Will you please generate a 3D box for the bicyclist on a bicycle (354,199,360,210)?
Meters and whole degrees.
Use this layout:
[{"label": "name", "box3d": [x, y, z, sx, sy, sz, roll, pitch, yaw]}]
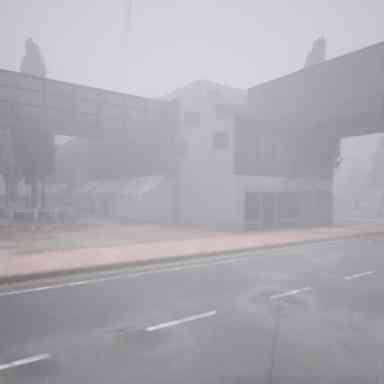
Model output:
[{"label": "bicyclist on a bicycle", "box3d": [24.174, 1.822, 48.752, 1.656, 1.620, 0.582, 0, 0, -36]}]
